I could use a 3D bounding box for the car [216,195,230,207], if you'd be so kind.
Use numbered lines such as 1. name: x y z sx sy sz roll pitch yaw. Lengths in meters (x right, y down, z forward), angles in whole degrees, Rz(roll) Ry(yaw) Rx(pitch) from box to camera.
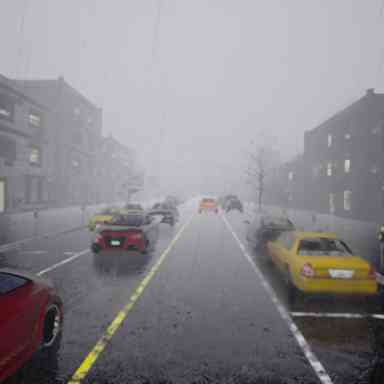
1. car: 5.435 1.508 58.461 2.192 1.841 5.009 1 0 3

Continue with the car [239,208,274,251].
1. car: 3.320 1.626 14.246 2.008 1.369 4.403 1 0 3

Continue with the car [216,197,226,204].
1. car: 5.957 1.791 69.514 1.947 1.339 4.313 1 0 3

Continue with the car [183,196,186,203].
1. car: -2.678 1.682 64.388 1.802 1.307 4.206 1 0 3

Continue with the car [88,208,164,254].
1. car: -2.523 1.561 13.349 1.994 1.385 4.181 1 0 3

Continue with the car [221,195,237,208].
1. car: 5.281 1.386 46.653 2.150 2.045 5.566 1 0 3

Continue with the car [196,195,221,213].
1. car: 1.870 1.455 38.341 2.097 1.767 4.553 1 0 2

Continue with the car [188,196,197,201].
1. car: 0.645 1.612 77.685 1.812 1.442 4.674 1 0 3

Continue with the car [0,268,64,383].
1. car: -3.001 1.536 3.394 1.994 1.385 4.181 1 0 3

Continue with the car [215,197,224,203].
1. car: 6.213 1.786 74.734 1.887 1.381 4.507 1 0 3

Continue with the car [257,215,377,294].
1. car: 3.065 1.587 8.889 1.752 1.417 4.829 1 0 3

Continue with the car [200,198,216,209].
1. car: 2.383 1.626 49.141 2.128 1.511 4.902 1 0 3

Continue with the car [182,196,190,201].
1. car: -1.620 1.695 87.972 1.752 1.417 4.829 1 0 3

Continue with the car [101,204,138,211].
1. car: -4.793 1.506 20.004 1.752 1.417 4.829 1 0 3

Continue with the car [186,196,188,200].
1. car: -2.410 1.557 69.915 1.967 1.590 4.097 1 0 3

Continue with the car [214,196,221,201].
1. car: 7.234 1.852 94.165 2.008 1.369 4.403 1 0 3

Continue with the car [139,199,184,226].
1. car: -2.018 1.515 23.699 2.128 1.511 4.902 1 0 3

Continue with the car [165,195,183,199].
1. car: -3.199 1.384 53.335 2.192 1.841 5.009 1 0 3

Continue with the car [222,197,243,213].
1. car: 4.980 1.651 39.628 1.837 1.490 4.892 1 0 3

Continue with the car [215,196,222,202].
1. car: 6.803 1.801 85.955 1.752 1.417 4.829 1 0 3
